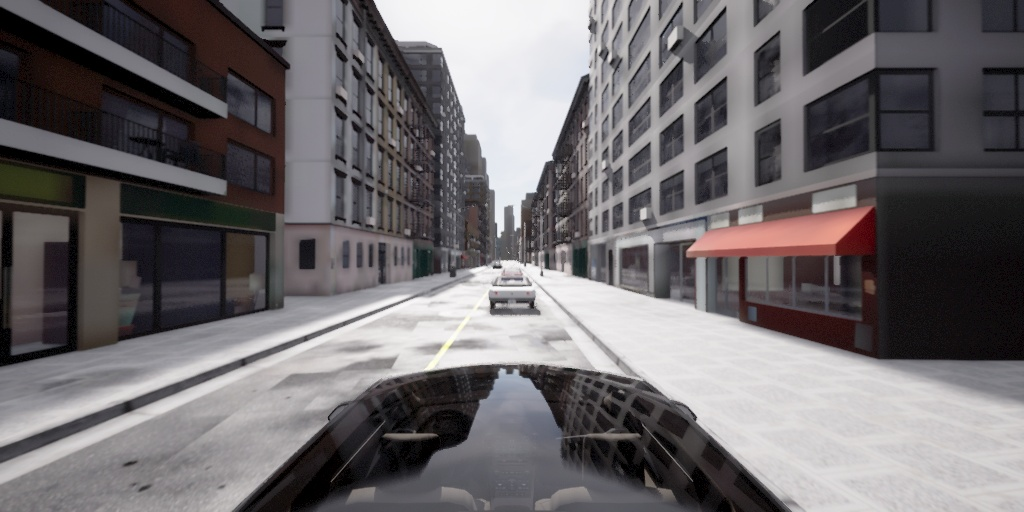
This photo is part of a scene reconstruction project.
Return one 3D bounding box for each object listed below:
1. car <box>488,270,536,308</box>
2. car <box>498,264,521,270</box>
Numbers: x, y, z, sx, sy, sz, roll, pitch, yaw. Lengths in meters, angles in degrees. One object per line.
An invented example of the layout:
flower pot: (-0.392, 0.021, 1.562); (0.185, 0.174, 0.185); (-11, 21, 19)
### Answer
car: (0.010, 1.490, 15.951); (1.895, 1.301, 4.718); (0, -1, 0)
car: (0.018, 1.638, 30.951); (1.895, 1.301, 4.718); (0, -1, 0)
